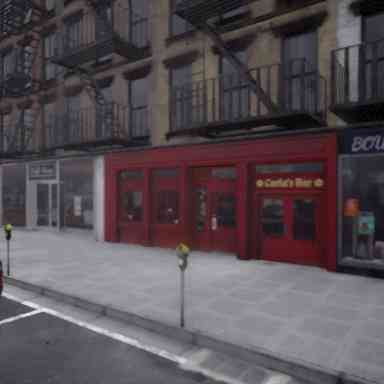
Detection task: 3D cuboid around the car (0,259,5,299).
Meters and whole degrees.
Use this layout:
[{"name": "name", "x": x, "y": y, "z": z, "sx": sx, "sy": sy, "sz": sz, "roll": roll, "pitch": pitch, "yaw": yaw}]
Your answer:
[{"name": "car", "x": -5.600, "y": 1.530, "z": 6.808, "sx": 4.507, "sy": 1.381, "sz": 1.887, "roll": 0, "pitch": 0, "yaw": 36}]
